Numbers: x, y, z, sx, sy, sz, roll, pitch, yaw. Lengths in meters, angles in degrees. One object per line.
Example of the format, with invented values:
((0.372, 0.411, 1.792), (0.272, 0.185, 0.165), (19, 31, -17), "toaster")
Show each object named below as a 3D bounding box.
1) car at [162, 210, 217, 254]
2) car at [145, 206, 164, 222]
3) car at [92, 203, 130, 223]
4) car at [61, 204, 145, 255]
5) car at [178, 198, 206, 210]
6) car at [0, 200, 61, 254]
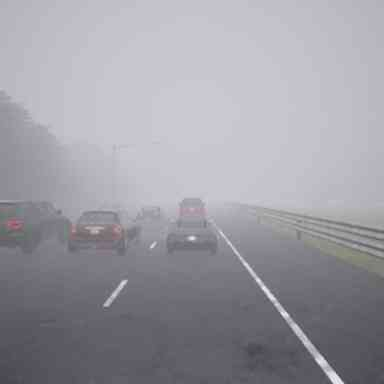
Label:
((0.008, 1.705, 14.290), (1.994, 1.385, 4.181), (0, -1, 0), "car")
((-3.494, 1.892, 29.112), (1.895, 1.301, 4.718), (0, -1, 0), "car")
((-6.991, 1.786, 29.297), (2.128, 1.511, 4.902), (0, 0, 0), "car")
((-3.489, 1.482, 14.084), (2.097, 1.767, 4.553), (0, -1, 0), "car")
((0.004, 1.507, 29.028), (2.150, 2.045, 5.566), (0, 0, 0), "car")
((-6.989, 1.336, 14.036), (2.150, 2.045, 5.566), (0, -1, 0), "car")
